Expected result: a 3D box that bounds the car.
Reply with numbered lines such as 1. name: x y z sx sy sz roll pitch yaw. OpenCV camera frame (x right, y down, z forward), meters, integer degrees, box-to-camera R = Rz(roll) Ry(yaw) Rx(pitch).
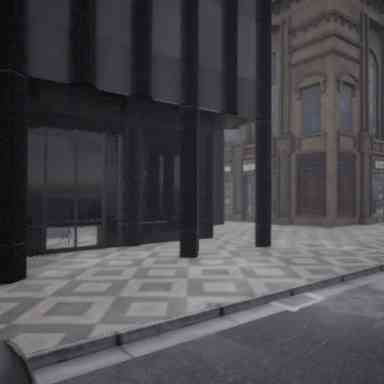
1. car: -3.215 1.556 0.958 5.357 1.411 2.033 0 0 -35
